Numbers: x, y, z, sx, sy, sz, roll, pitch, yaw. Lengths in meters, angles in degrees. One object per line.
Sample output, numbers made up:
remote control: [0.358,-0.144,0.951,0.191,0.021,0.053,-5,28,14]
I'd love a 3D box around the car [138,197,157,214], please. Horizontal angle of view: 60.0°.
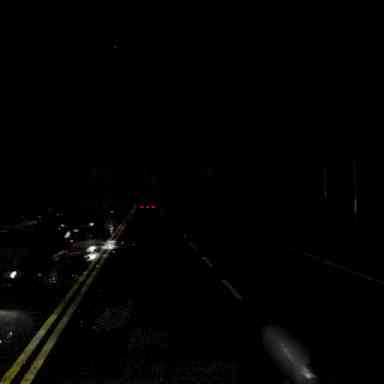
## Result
car: [-4.777,1.555,35.911,2.033,1.411,5.357,-2,0,-7]

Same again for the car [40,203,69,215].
car: [-10.666,1.673,26.495,1.882,1.535,5.008,-2,0,-8]

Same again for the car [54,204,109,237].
car: [-6.039,1.628,18.693,1.812,1.442,4.674,-2,0,-8]

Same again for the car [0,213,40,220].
car: [-9.223,1.796,16.076,1.895,1.301,4.718,-2,0,-8]

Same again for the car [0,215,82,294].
car: [-4.762,1.650,9.383,2.033,1.411,5.357,-2,0,-8]

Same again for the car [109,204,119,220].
car: [-7.441,1.704,28.767,1.895,1.301,4.718,-2,0,-8]

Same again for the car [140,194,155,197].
car: [-6.312,1.232,46.594,2.150,2.045,5.566,-2,0,-8]
